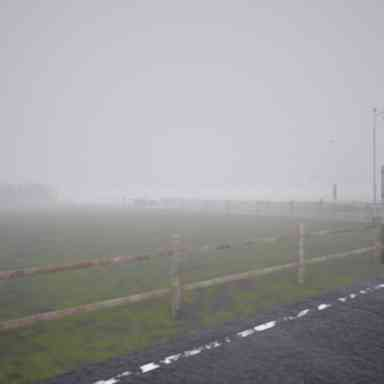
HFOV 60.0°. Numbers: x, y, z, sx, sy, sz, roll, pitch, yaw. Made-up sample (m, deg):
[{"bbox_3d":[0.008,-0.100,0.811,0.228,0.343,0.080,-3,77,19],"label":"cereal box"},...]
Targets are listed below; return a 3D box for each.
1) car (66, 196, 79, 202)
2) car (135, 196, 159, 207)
[{"bbox_3d":[-28.883,1.719,80.107,2.128,1.511,4.902,0,0,-39],"label":"car"},{"bbox_3d":[-7.261,1.422,53.695,2.097,1.767,4.553,0,0,-39],"label":"car"}]
